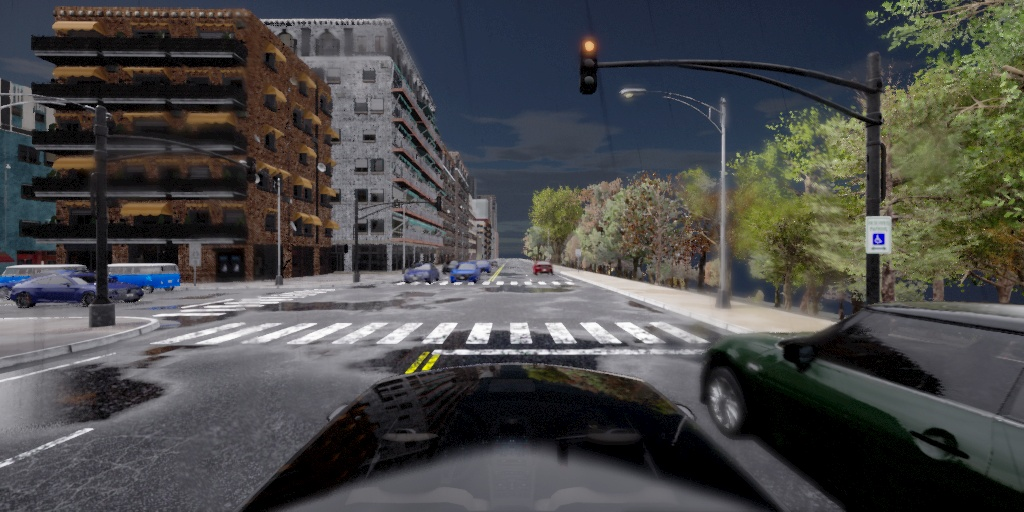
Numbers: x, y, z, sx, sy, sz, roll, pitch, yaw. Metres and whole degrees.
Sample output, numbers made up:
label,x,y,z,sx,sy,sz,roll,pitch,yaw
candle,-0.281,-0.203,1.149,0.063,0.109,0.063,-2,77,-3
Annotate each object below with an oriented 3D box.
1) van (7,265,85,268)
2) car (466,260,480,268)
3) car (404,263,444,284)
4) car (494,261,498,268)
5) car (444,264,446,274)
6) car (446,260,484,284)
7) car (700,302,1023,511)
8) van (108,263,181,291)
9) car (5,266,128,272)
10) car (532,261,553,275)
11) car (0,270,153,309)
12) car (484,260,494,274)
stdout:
label,x,y,z,sx,sy,sz,roll,pitch,yaw
van,-28.384,1.424,21.851,3.998,1.789,1.690,0,0,-1
car,-6.753,1.332,61.949,1.994,1.385,4.181,0,0,0
car,-6.679,1.284,27.020,1.812,1.442,4.674,0,0,0
car,-3.502,1.332,61.915,1.994,1.385,4.181,0,0,0
car,-6.723,1.260,40.837,1.837,1.490,4.892,0,0,0
car,-3.435,1.236,27.173,1.882,1.535,5.008,0,0,0
car,3.348,1.103,2.528,2.097,1.767,4.553,0,0,0
van,-22.783,1.351,21.946,3.998,1.789,1.690,0,0,-1
car,-24.417,1.519,19.341,5.008,1.535,1.882,-1,0,-1
car,3.235,1.232,38.289,1.882,1.535,5.008,0,0,0
car,-19.570,1.517,16.199,4.674,1.442,1.812,0,0,0
car,-3.476,1.233,41.757,1.882,1.535,5.008,0,0,0
